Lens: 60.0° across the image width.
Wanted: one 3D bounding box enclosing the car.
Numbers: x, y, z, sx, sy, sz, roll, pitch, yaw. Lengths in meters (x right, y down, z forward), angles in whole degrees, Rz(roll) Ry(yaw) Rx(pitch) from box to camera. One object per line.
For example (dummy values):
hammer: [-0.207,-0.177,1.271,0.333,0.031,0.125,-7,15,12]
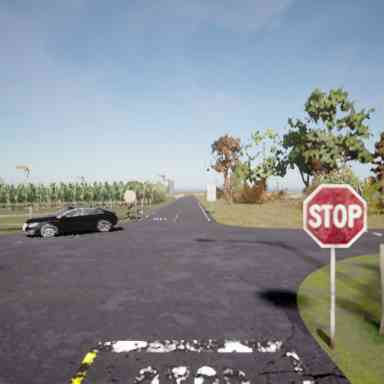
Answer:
car: [-6.465,1.541,18.193,4.902,1.511,2.128,-2,2,-35]
